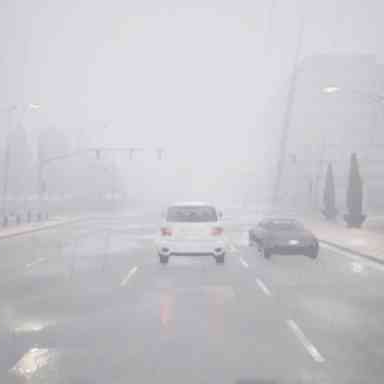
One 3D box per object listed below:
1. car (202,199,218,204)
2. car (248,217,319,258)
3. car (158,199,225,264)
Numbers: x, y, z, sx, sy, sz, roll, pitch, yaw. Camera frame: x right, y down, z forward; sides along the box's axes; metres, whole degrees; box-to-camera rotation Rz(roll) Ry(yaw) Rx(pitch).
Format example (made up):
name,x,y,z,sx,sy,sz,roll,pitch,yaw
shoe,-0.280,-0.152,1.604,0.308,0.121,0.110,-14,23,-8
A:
name,x,y,z,sx,sy,sz,roll,pitch,yaw
car,5.136,2.572,92.994,1.895,1.301,4.718,-1,-1,42
car,3.504,1.707,13.393,1.994,1.385,4.181,0,-1,0
car,-0.003,1.358,12.567,2.150,2.045,5.566,0,0,0
